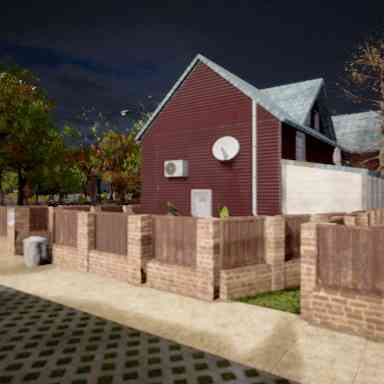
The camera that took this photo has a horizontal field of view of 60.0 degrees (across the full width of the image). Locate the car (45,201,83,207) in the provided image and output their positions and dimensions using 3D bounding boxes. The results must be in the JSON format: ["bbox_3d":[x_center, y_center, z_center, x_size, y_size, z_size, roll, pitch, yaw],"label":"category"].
[{"bbox_3d":[-11.832,1.591,29.341,1.837,1.490,4.892,0,0,35],"label":"car"}]

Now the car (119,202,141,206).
[{"bbox_3d":[-4.628,1.589,27.957,1.837,1.490,4.892,0,0,36],"label":"car"}]
